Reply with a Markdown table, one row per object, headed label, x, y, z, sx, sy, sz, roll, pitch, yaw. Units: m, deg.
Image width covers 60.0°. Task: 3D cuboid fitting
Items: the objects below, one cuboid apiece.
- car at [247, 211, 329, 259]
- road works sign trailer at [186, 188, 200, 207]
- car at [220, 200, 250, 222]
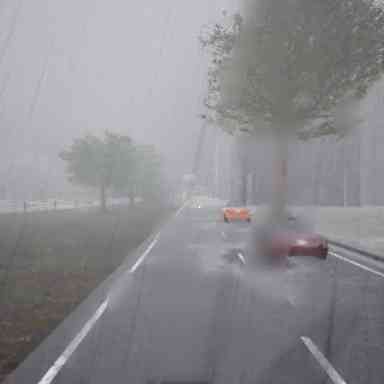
| label | x | y | z | sx | sy | sz | roll | pitch | yaw |
| --- | --- | --- | --- | --- | --- | --- | --- | --- | --- |
| car | 3.604 | 1.632 | 12.866 | 1.994 | 1.385 | 4.181 | 0 | 0 | 0 |
| road works sign trailer | 0.196 | 1.006 | 63.864 | 2.380 | 3.560 | 2.880 | 5 | -6 | 0 |
| car | 3.609 | 1.565 | 28.333 | 2.097 | 1.767 | 4.553 | 0 | -1 | 0 |
